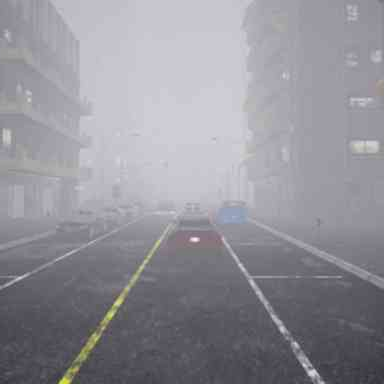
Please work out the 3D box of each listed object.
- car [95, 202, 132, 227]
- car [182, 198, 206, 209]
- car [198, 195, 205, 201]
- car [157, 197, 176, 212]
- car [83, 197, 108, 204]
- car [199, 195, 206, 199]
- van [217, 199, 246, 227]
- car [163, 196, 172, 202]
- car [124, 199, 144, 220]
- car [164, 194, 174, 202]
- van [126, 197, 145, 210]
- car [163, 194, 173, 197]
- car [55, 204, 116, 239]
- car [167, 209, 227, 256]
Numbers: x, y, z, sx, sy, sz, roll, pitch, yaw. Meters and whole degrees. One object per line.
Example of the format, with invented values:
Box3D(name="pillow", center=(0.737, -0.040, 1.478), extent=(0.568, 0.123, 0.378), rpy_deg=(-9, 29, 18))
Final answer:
Box3D(name="car", center=(-5.647, 1.615, 22.967), extent=(1.802, 1.307, 4.206), rpy_deg=(1, 0, 0))
Box3D(name="car", center=(0.096, 1.591, 30.602), extent=(2.033, 1.411, 5.357), rpy_deg=(0, 0, 0))
Box3D(name="car", center=(2.692, 1.659, 94.653), extent=(1.752, 1.417, 4.829), rpy_deg=(1, 0, 0))
Box3D(name="car", center=(-3.009, 1.623, 40.065), extent=(1.994, 1.385, 4.181), rpy_deg=(0, 0, 0))
Box3D(name="car", center=(-16.499, 1.578, 56.693), extent=(4.097, 1.590, 1.967), rpy_deg=(0, -1, 0))
Box3D(name="car", center=(2.692, 1.699, 83.327), extent=(1.802, 1.307, 4.206), rpy_deg=(1, 0, 0))
Box3D(name="van", center=(2.705, 1.374, 23.021), extent=(1.690, 1.788, 3.998), rpy_deg=(1, 0, 0))
Box3D(name="car", center=(-5.688, 1.691, 77.689), extent=(1.802, 1.307, 4.206), rpy_deg=(1, 0, 0))
Box3D(name="car", center=(-5.648, 1.607, 28.507), extent=(1.947, 1.339, 4.313), rpy_deg=(1, 0, 0))
Box3D(name="car", center=(-5.683, 1.432, 83.265), extent=(2.192, 1.841, 5.009), rpy_deg=(1, 0, 0))
Box3D(name="van", center=(-5.814, 1.390, 34.048), extent=(1.690, 1.788, 3.998), rpy_deg=(1, 0, 0))
Box3D(name="car", center=(-5.684, 1.542, 72.114), extent=(1.967, 1.590, 4.097), rpy_deg=(1, 0, 0))
Box3D(name="car", center=(-5.646, 1.576, 17.426), extent=(2.008, 1.369, 4.403), rpy_deg=(1, 0, 0))
Box3D(name="car", center=(0.098, 1.584, 13.272), extent=(1.994, 1.385, 4.181), rpy_deg=(0, 0, 0))
